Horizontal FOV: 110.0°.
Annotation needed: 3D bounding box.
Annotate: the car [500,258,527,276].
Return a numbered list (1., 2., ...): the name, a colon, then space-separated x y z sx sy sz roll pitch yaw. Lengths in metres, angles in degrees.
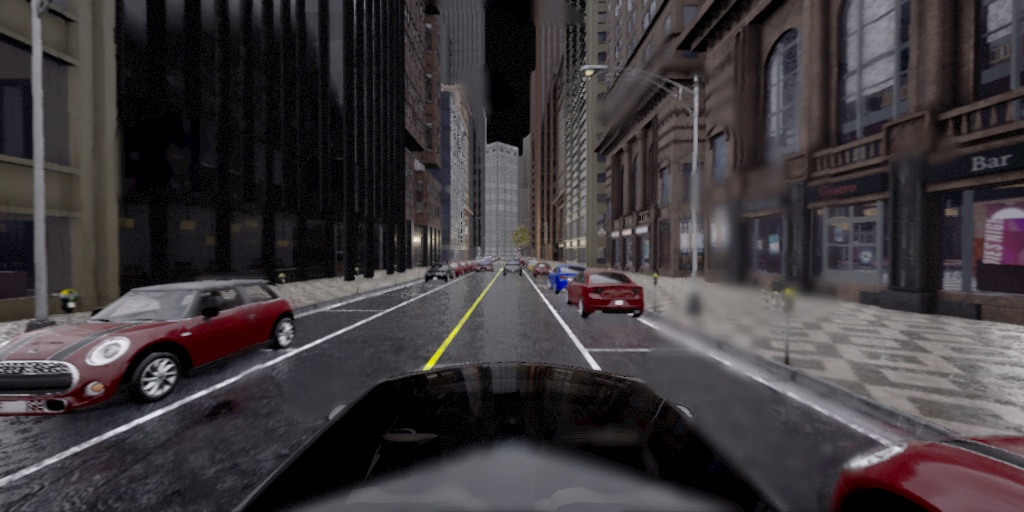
1. car: 0.080 1.204 36.390 2.128 1.511 4.902 0 0 0

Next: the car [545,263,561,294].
1. car: 3.142 1.210 19.996 1.882 1.535 5.008 0 0 0

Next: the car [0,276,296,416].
1. car: -5.668 1.186 6.076 1.967 1.591 4.097 0 0 0

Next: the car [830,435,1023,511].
1. car: 2.857 1.191 0.458 1.967 1.591 4.097 0 0 0

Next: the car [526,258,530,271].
1. car: 2.863 1.223 45.625 1.751 1.417 4.829 0 0 0

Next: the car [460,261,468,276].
1. car: -5.664 1.261 34.201 1.888 1.381 4.507 0 0 0

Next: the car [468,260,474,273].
1. car: -5.664 1.252 39.826 1.888 1.381 4.507 0 0 0

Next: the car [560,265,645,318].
1. car: 3.141 1.216 12.996 1.882 1.535 5.008 0 0 0

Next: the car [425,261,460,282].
1. car: -5.665 1.289 28.575 1.948 1.339 4.313 0 0 0

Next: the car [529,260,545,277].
1. car: 2.862 1.297 34.205 1.802 1.307 4.207 0 0 0

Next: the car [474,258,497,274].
1. car: -3.079 1.270 40.949 1.994 1.385 4.181 0 0 0
